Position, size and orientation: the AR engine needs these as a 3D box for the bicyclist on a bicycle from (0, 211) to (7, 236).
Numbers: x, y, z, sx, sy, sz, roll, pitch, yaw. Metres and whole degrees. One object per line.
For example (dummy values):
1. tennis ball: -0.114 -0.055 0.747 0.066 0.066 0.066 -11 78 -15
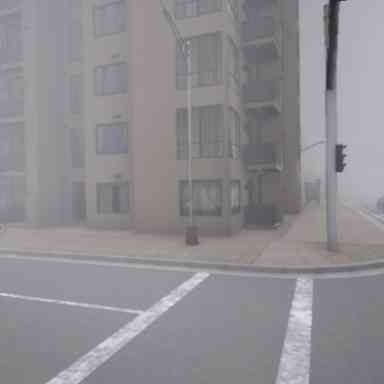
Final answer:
1. bicyclist on a bicycle: -9.105 1.264 15.066 0.582 1.620 1.656 -1 1 20

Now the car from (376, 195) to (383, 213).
1. car: 16.300 0.932 27.149 2.033 1.411 5.357 -1 1 22
